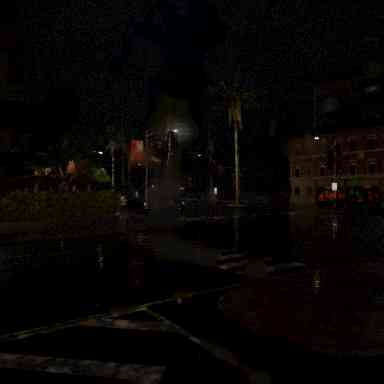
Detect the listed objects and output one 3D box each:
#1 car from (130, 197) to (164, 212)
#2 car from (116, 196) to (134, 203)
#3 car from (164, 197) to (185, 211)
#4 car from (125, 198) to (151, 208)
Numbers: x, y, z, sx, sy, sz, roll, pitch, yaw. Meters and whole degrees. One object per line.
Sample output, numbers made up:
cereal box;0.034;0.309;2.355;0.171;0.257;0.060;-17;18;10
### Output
car;-5.585;1.352;38.846;2.097;1.767;4.553;0;0;-35
car;-13.873;1.522;68.696;1.812;1.442;4.674;0;0;-39
car;-2.750;1.352;40.905;2.097;1.767;4.553;0;0;-35
car;-7.917;1.601;48.266;1.895;1.301;4.718;0;0;-35
